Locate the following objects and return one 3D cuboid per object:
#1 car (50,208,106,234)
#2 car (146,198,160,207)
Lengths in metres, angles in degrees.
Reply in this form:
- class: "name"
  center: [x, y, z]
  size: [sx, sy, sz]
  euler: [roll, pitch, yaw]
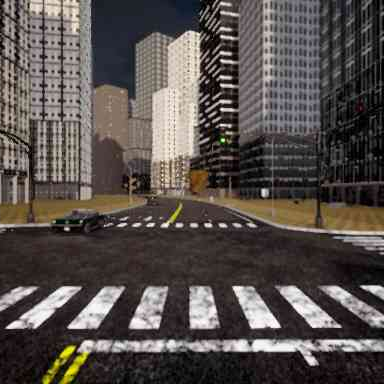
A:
- class: "car"
  center: [-6.577, 1.652, 19.699]
  size: [1.895, 1.301, 4.718]
  euler: [0, 0, 0]
- class: "car"
  center: [-6.762, 1.786, 58.219]
  size: [1.994, 1.385, 4.181]
  euler: [0, 0, -1]
